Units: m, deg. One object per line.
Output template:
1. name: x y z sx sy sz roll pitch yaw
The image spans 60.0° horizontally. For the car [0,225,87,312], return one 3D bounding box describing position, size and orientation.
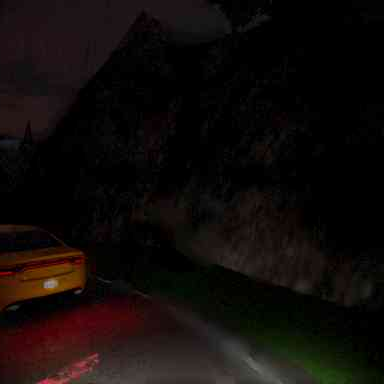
1. car: -4.347 1.478 7.518 5.008 1.535 1.882 0 0 42
